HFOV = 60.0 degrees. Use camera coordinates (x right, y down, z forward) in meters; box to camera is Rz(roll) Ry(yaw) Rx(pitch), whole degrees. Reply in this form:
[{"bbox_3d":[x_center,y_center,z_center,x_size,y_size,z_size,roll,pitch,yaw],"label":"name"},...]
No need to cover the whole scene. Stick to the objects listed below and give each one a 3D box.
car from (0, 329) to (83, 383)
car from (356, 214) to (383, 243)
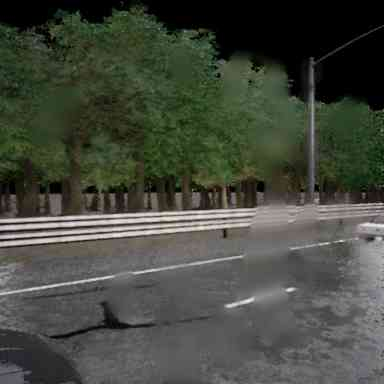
[{"bbox_3d":[-3.020,1.506,1.593,4.892,1.490,1.837,0,0,-35],"label":"car"},{"bbox_3d":[9.371,1.590,14.733,4.718,1.301,1.895,0,0,-35],"label":"car"}]
